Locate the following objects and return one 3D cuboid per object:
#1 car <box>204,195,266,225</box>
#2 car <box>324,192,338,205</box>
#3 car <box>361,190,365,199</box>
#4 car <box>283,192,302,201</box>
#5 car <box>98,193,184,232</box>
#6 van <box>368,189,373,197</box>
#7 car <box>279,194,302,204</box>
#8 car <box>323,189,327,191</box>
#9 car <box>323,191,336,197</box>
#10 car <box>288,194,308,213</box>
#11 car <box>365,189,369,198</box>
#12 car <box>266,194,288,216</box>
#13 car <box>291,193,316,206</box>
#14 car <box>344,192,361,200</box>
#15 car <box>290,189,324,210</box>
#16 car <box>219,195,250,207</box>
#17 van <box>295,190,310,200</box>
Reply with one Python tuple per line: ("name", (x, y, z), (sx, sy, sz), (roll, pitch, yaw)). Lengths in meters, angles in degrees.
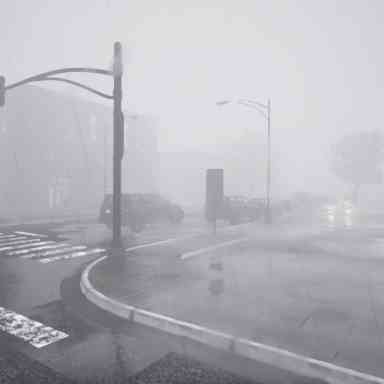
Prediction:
("car", (2.719, 1.093, 22.169), (2.192, 1.841, 5.009), (1, 2, 35))
("car", (18.495, 1.008, 44.959), (1.947, 1.339, 4.313), (1, 2, 35))
("car", (31.117, 0.750, 63.186), (1.802, 1.307, 4.206), (1, 2, 35))
("car", (17.813, 0.759, 58.692), (1.752, 1.417, 4.829), (1, 2, 35))
("car", (-2.721, 1.044, 19.056), (2.150, 2.045, 5.566), (1, 1, 35))
("van", (40.587, 0.301, 76.852), (1.690, 1.788, 3.998), (1, 2, 35))
("car", (14.818, 0.970, 49.660), (1.895, 1.301, 4.718), (1, 1, 35))
("car", (27.378, 0.464, 72.500), (1.967, 1.590, 4.097), (1, 2, 35))
("car", (33.687, 0.436, 81.616), (2.008, 1.369, 4.403), (2, 2, 35))
("car", (9.029, 1.195, 31.289), (2.008, 1.369, 4.403), (1, 2, 35))
("car", (34.370, 0.622, 67.881), (1.752, 1.417, 4.829), (1, 2, 35))
("car", (5.874, 1.151, 26.729), (1.967, 1.590, 4.097), (1, 2, 35))
("car", (15.040, 0.924, 44.613), (1.882, 1.535, 5.008), (1, 1, 35))
("car", (27.962, 0.788, 58.628), (2.008, 1.369, 4.403), (1, 2, 35))
("car", (12.187, 0.892, 35.840), (2.192, 1.841, 5.009), (1, 2, 35))
("car", (5.287, 1.069, 40.606), (1.947, 1.339, 4.313), (1, 2, 35))
("van", (21.067, 0.504, 63.384), (1.690, 1.788, 3.998), (1, 2, 35))
